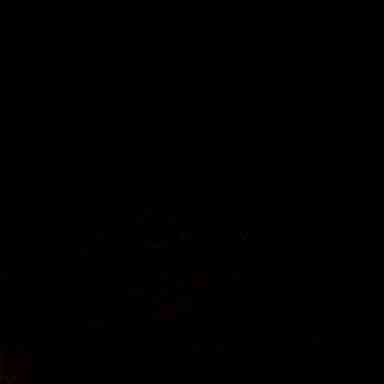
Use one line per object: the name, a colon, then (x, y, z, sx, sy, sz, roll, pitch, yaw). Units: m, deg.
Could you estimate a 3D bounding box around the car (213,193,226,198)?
car: (7.818, 0.928, 94.412, 1.882, 1.535, 5.008, 0, 0, -26)
